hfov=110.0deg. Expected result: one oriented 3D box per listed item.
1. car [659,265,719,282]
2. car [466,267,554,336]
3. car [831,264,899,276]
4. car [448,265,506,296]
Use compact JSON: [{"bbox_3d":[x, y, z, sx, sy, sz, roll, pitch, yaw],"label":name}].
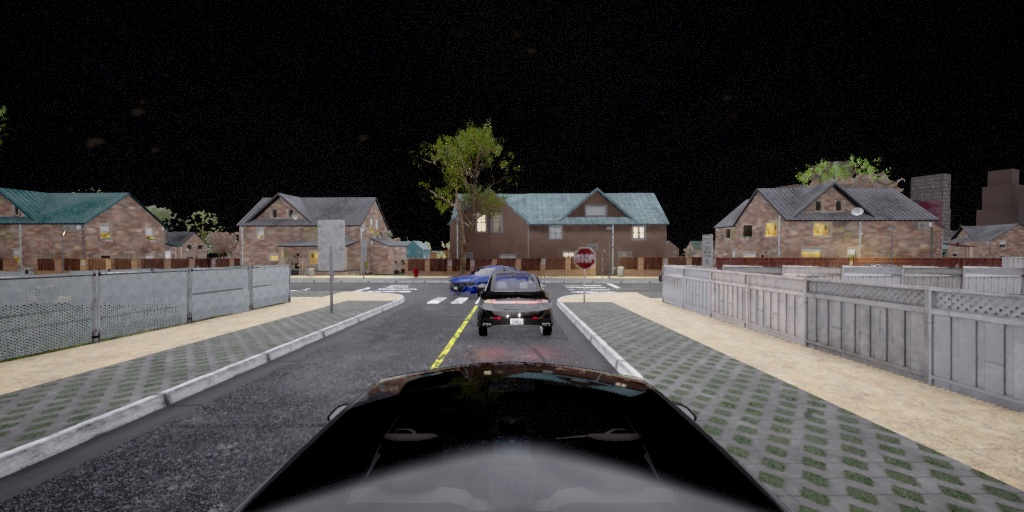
[{"bbox_3d":[11.829,1.264,23.348,4.181,1.385,1.994,0,1,0],"label":"car"},{"bbox_3d":[0.029,1.238,10.377,2.128,1.511,4.902,0,0,-2],"label":"car"},{"bbox_3d":[23.220,1.222,23.075,4.674,1.442,1.812,0,1,1],"label":"car"},{"bbox_3d":[-1.133,1.258,18.915,1.882,1.535,5.008,-1,-1,39],"label":"car"}]
